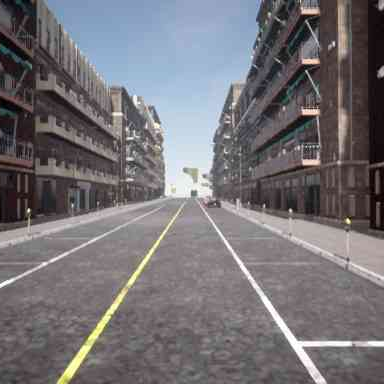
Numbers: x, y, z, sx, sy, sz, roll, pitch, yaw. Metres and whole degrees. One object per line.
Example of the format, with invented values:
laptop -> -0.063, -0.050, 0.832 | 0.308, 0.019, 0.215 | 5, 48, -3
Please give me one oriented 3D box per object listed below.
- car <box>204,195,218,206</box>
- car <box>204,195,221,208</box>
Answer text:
car -> 3.113, 1.361, 54.959 | 2.097, 1.767, 4.553 | 0, 0, 0
car -> 3.149, 1.528, 47.988 | 1.812, 1.442, 4.674 | 0, 0, 0
